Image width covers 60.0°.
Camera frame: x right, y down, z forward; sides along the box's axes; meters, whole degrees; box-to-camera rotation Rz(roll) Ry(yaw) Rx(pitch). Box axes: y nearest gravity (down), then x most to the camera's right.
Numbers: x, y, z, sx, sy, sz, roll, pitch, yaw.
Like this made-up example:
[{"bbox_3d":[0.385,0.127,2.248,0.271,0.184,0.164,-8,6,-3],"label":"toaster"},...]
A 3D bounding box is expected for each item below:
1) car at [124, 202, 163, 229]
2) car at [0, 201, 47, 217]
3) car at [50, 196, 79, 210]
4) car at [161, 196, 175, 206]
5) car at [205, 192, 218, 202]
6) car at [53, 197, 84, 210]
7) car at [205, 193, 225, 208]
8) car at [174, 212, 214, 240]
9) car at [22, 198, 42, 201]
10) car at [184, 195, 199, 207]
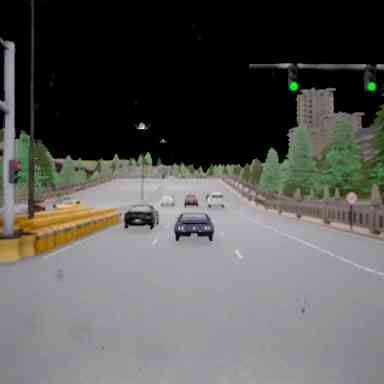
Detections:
[{"bbox_3d":[-3.396,1.650,23.151,1.882,1.535,5.008,0,0,0],"label":"car"},{"bbox_3d":[-14.073,1.739,28.471,1.812,1.442,4.674,0,0,0],"label":"car"},{"bbox_3d":[-17.591,1.483,46.059,2.128,1.511,4.902,0,3,0],"label":"car"},{"bbox_3d":[-3.602,1.310,50.105,1.812,1.442,4.674,0,4,0],"label":"car"},{"bbox_3d":[3.344,0.785,58.122,1.895,1.301,4.718,0,5,0],"label":"car"},{"bbox_3d":[-14.051,1.692,38.656,1.882,1.535,5.008,0,1,0],"label":"car"},{"bbox_3d":[3.401,1.142,47.652,2.150,2.045,5.566,0,3,0],"label":"car"},{"bbox_3d":[0.101,1.733,17.673,1.895,1.301,4.718,0,0,0],"label":"car"},{"bbox_3d":[-17.535,1.595,35.844,2.097,1.767,4.553,0,0,0],"label":"car"},{"bbox_3d":[-0.107,1.199,49.025,2.097,1.767,4.553,0,3,0],"label":"car"}]
